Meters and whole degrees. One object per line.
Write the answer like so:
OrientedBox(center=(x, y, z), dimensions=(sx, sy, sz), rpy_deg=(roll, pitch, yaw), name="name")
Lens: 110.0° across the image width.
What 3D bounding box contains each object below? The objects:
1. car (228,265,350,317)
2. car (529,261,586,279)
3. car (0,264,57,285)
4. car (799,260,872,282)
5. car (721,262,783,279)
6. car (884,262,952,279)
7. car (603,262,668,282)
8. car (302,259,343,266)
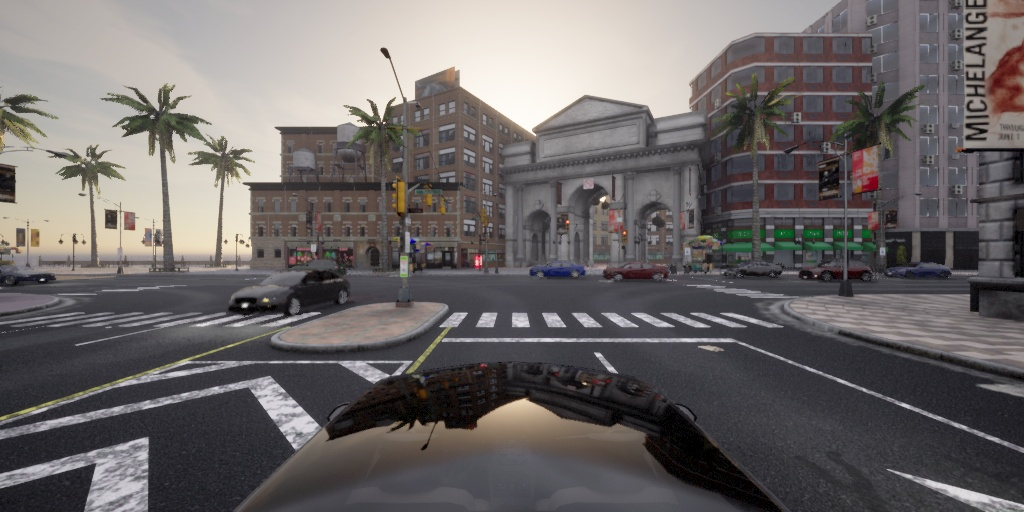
OrientedBox(center=(-7.923, 1.255, 13.310), dimensions=(1.837, 1.490, 4.892), rpy_deg=(-1, 0, 5), name="car")
OrientedBox(center=(4.076, 1.227, 32.232), dimensions=(5.008, 1.535, 1.882), rpy_deg=(0, 0, 0), name="car")
OrientedBox(center=(-35.828, 1.297, 25.337), dimensions=(5.357, 1.411, 2.033), rpy_deg=(0, 0, 0), name="car")
OrientedBox(center=(25.613, 1.101, 28.540), dimensions=(4.553, 1.767, 2.097), rpy_deg=(0, 0, 1), name="car")
OrientedBox(center=(21.366, 1.241, 32.089), dimensions=(4.902, 1.511, 2.128), rpy_deg=(0, 0, 1), name="car")
OrientedBox(center=(36.016, 1.276, 31.874), dimensions=(4.674, 1.442, 1.812), rpy_deg=(0, 0, 2), name="car")
OrientedBox(center=(9.795, 1.227, 28.594), dimensions=(5.008, 1.535, 1.882), rpy_deg=(0, 0, -1), name="car")
OrientedBox(center=(-17.487, 1.102, 32.394), dimensions=(4.553, 1.767, 2.097), rpy_deg=(0, 0, 0), name="car")
